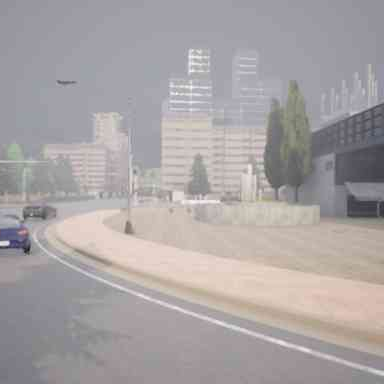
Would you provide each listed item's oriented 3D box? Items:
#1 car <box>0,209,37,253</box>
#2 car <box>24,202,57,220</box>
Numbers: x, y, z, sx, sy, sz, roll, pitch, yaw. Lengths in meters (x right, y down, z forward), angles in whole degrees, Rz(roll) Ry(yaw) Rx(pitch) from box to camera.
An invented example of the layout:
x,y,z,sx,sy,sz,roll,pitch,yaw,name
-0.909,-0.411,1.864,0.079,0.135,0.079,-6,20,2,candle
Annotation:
x,y,z,sx,sy,sz,roll,pitch,yaw,name
-7.628,1.589,13.207,1.812,1.442,4.674,1,-1,-33,car
-13.390,1.655,29.472,2.128,1.511,4.902,0,-1,-8,car
